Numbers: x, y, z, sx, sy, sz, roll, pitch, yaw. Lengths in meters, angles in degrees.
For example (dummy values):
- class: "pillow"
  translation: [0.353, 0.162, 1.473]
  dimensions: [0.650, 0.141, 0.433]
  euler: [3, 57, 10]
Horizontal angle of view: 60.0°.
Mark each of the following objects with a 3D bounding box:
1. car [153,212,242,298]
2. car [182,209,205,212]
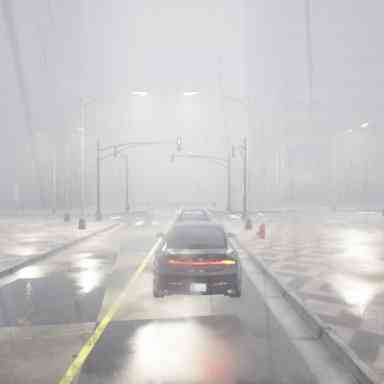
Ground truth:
- class: "car"
  translation: [0.103, 1.502, 8.510]
  dimensions: [1.837, 1.490, 4.892]
  euler: [0, 0, 0]
- class: "car"
  translation: [0.066, 1.556, 17.413]
  dimensions: [1.994, 1.385, 4.181]
  euler: [0, 0, 1]
